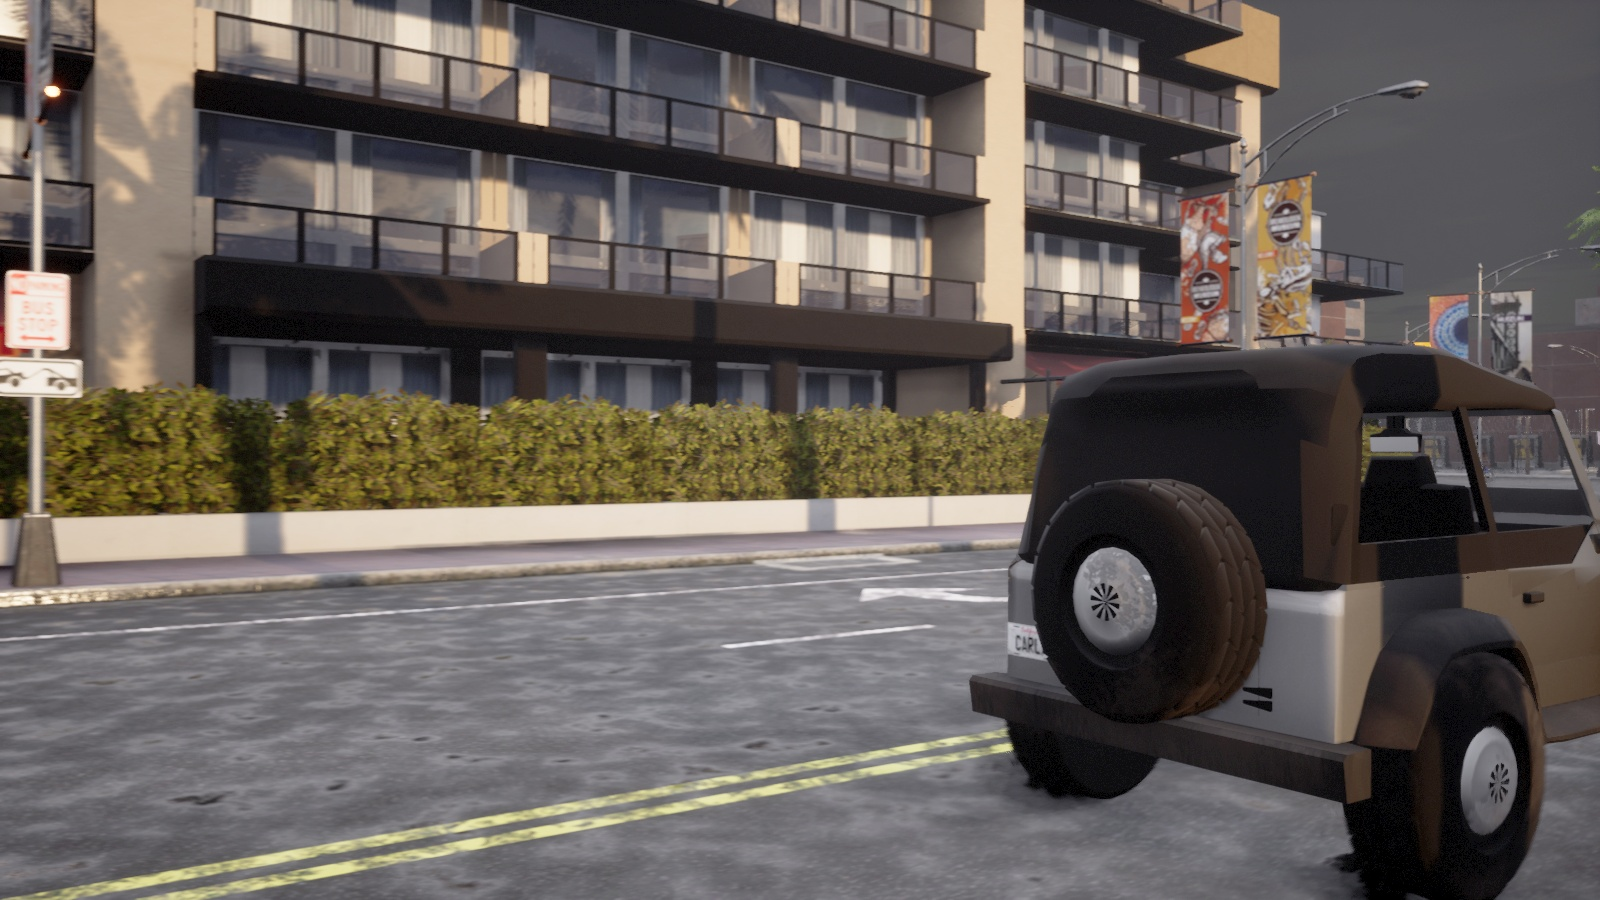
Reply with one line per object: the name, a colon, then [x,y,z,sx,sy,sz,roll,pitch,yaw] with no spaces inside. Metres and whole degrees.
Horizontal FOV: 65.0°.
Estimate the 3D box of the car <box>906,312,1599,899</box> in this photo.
car: [2.566,0.549,5.446,3.866,1.878,1.905,0,0,-35]
